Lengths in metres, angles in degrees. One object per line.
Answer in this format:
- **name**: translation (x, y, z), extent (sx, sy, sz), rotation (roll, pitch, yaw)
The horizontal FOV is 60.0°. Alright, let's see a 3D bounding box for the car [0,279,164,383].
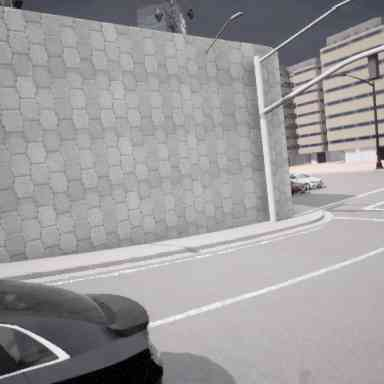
- **car**: translation (-2.530, 1.517, 2.185), extent (4.892, 1.490, 1.837), rotation (0, 0, -35)

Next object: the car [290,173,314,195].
- **car**: translation (7.356, -0.456, 27.853), extent (1.812, 1.442, 4.674), rotation (-10, 6, -35)

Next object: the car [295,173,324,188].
- **car**: translation (9.710, -0.971, 30.494), extent (1.812, 1.442, 4.674), rotation (-10, 6, -35)
